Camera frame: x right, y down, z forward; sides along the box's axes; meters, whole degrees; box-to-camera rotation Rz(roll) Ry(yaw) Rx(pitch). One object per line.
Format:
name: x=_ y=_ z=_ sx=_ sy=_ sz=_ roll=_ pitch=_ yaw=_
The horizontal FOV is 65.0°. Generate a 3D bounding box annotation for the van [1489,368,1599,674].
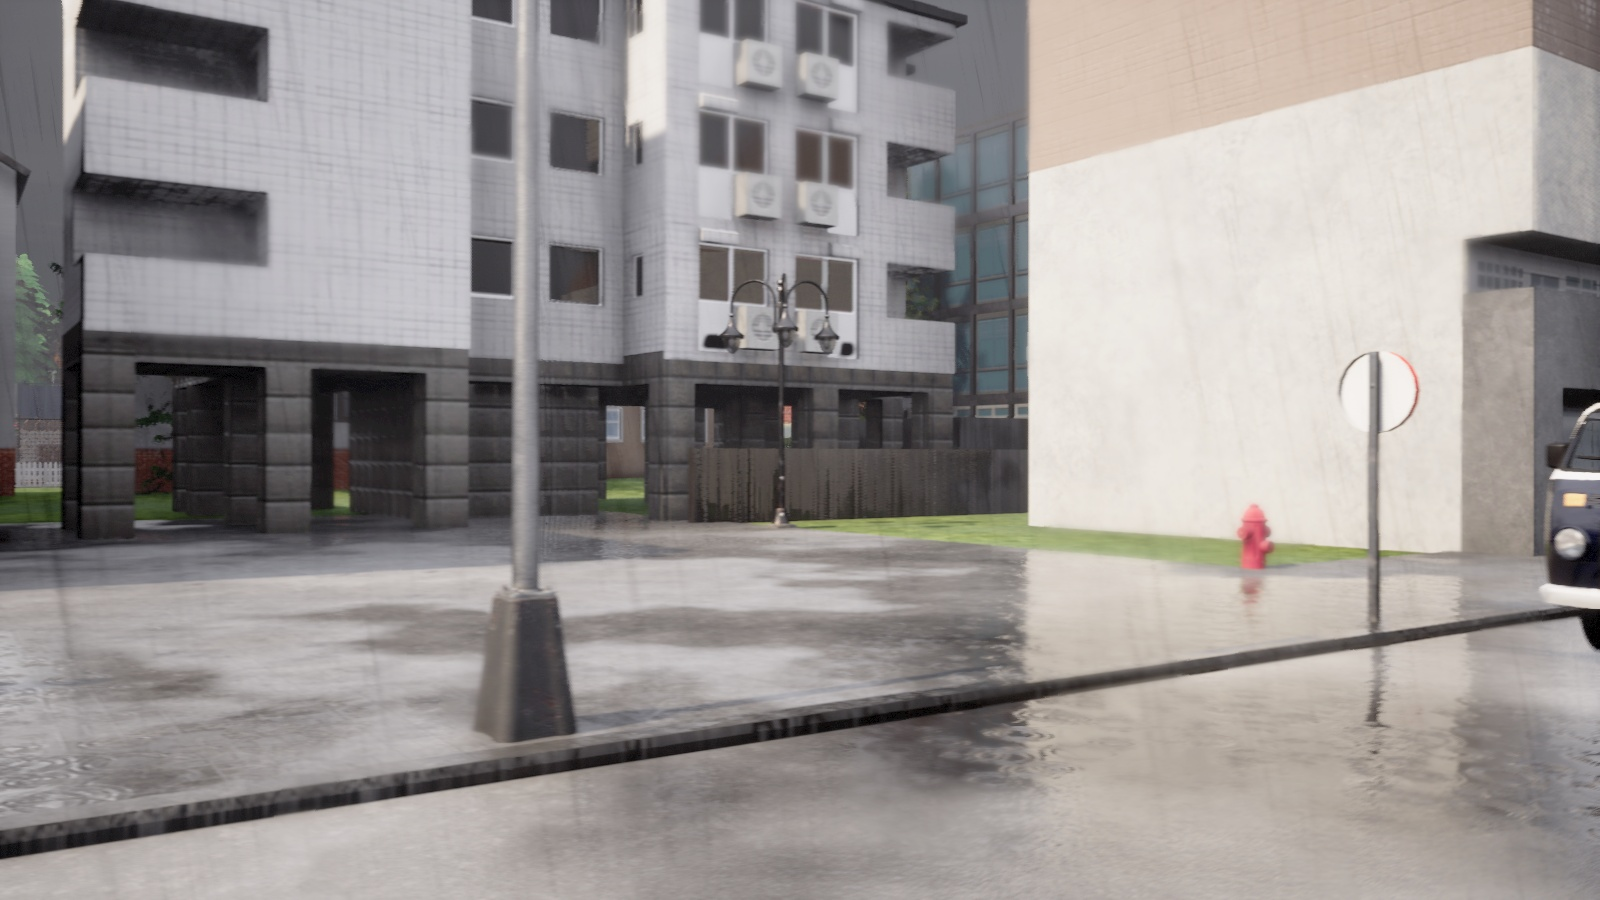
van: x=7.342 y=0.476 z=9.380 sx=4.480 sy=2.038 sz=2.069 roll=0 pitch=0 yaw=-35
